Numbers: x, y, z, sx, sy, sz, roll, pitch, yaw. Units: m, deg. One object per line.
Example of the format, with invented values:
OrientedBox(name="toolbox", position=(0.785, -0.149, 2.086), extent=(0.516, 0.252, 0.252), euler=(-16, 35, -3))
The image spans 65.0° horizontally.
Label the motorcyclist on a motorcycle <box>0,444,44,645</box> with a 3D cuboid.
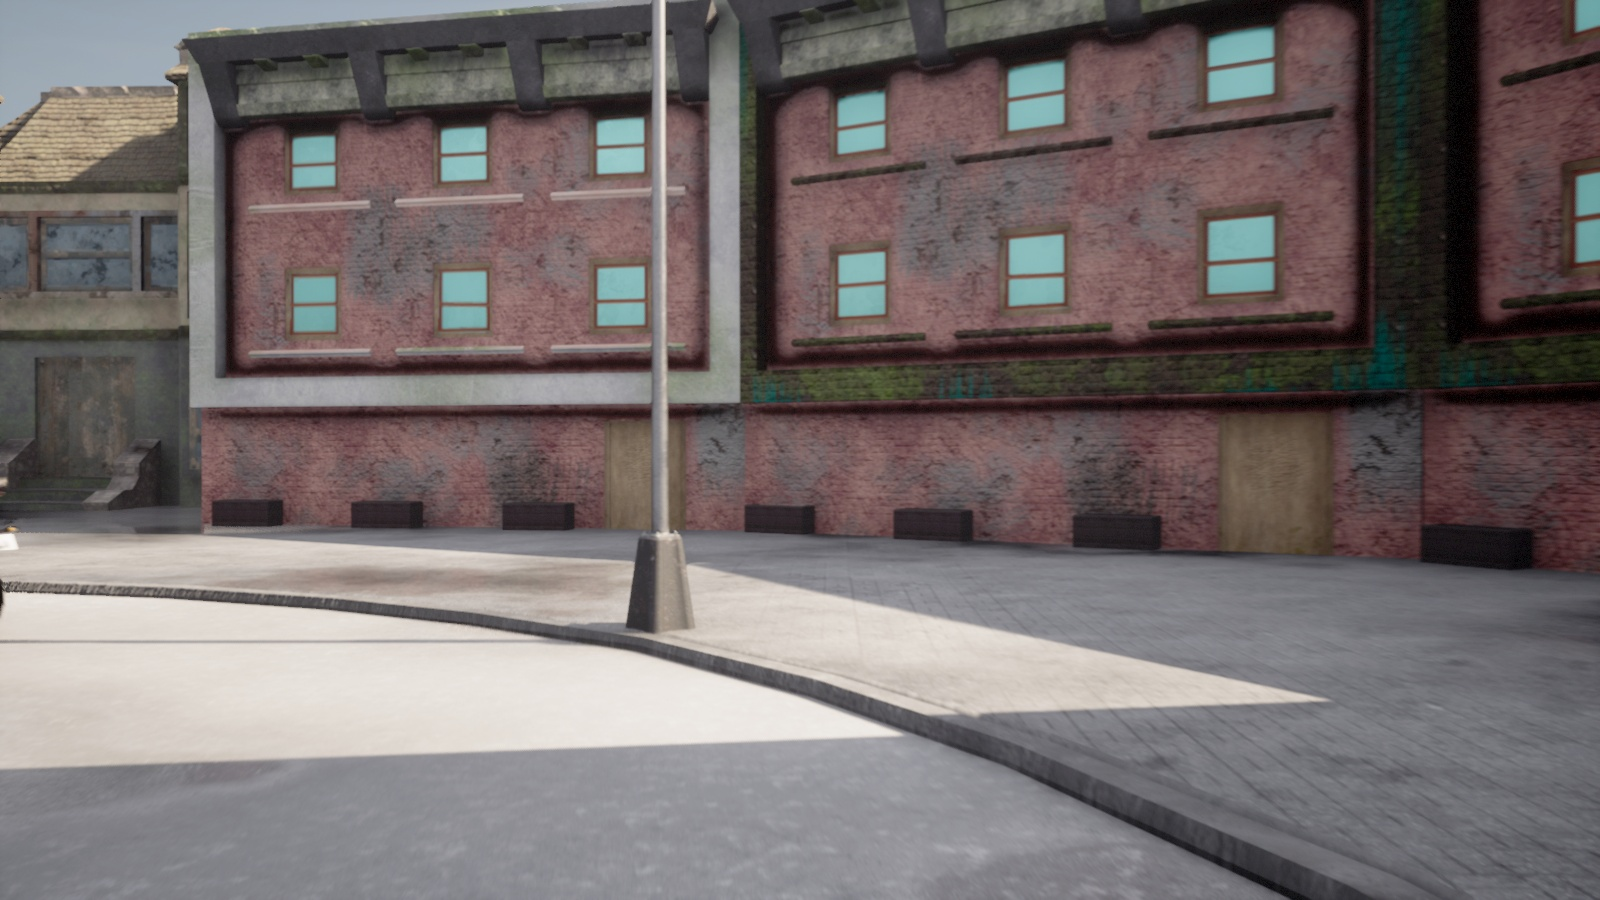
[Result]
OrientedBox(name="motorcyclist on a motorcycle", position=(-7.139, 0.722, 9.887), extent=(2.191, 1.530, 0.866), euler=(0, 1, 22))
